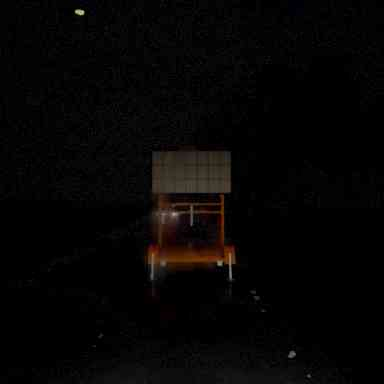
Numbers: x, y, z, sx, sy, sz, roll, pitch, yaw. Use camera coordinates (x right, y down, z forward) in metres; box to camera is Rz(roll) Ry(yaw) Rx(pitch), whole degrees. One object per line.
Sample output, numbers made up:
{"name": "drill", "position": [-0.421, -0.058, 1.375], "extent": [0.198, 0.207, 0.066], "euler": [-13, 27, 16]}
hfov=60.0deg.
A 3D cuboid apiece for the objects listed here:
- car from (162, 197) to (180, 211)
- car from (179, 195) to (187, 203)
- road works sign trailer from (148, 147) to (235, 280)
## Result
{"name": "car", "position": [-2.814, 1.610, 40.551], "extent": [1.837, 1.490, 4.892], "euler": [0, 0, 0]}
{"name": "car", "position": [-2.671, 1.923, 89.806], "extent": [2.150, 2.045, 5.566], "euler": [0, -1, 0]}
{"name": "road works sign trailer", "position": [-0.011, 0.471, 9.901], "extent": [2.380, 3.560, 2.880], "euler": [0, 0, 0]}
